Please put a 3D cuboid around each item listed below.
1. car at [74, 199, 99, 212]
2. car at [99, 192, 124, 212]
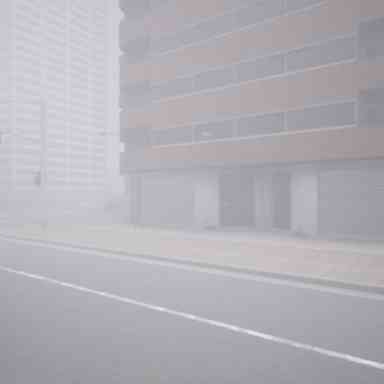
[{"bbox_3d":[-12.786,1.682,42.571,1.812,1.442,4.674,0,0,35],"label":"car"},{"bbox_3d":[-8.628,1.361,42.429,2.150,2.045,5.566,0,0,35],"label":"car"}]
